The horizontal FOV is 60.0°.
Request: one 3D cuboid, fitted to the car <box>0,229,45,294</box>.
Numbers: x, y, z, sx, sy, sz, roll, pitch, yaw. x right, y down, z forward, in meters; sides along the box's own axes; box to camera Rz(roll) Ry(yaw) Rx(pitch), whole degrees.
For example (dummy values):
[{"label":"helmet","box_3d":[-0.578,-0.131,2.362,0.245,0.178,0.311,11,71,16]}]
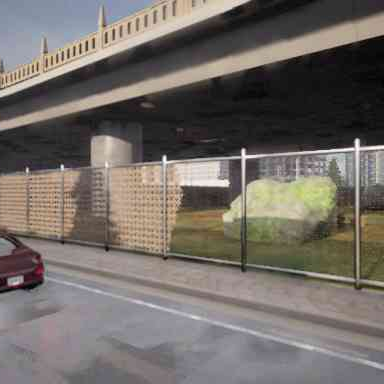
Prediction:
[{"label":"car","box_3d":[-5.281,1.549,7.777,4.674,1.442,1.812,0,0,36]}]
